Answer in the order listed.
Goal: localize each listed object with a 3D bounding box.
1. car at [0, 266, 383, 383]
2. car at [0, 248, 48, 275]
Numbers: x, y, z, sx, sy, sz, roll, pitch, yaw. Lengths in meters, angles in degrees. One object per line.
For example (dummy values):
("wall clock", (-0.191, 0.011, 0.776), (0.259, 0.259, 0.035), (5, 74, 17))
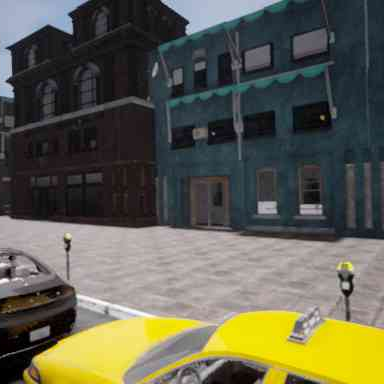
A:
("car", (0.588, 1.533, 2.471), (4.829, 1.417, 1.752), (-1, -1, 36))
("car", (-3.730, 1.610, 5.557), (4.403, 1.369, 2.008), (-1, -1, 36))
